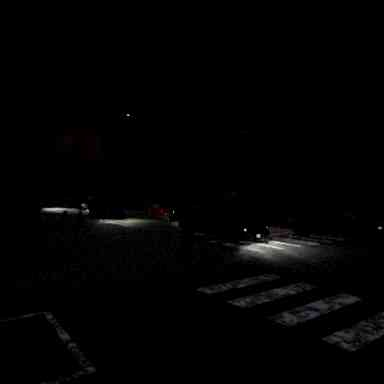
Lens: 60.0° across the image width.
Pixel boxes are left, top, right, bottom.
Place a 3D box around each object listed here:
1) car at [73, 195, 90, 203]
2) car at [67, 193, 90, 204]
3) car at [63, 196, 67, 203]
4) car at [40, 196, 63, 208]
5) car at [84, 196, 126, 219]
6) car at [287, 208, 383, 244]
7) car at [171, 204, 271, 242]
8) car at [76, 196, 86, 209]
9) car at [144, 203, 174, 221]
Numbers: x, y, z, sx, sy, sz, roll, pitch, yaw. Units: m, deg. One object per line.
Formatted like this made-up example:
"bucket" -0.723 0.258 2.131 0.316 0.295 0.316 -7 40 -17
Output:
"car" -22.047 1.367 66.380 1.882 1.535 5.008 0 0 -36
"car" -18.961 1.131 56.503 2.150 2.045 5.566 0 0 -35
"car" -25.097 1.439 65.052 2.033 1.411 5.357 0 0 -36
"car" -20.541 1.421 47.382 2.128 1.511 4.902 0 0 -35
"car" -7.491 1.440 29.078 1.882 1.535 5.008 0 1 -36
"car" 6.936 1.512 16.026 4.674 1.442 1.812 0 0 41
"car" 1.372 1.532 16.738 2.033 1.411 5.357 0 0 -36
"car" -12.644 1.501 41.848 1.994 1.385 4.181 0 0 -35
"car" -2.034 1.565 27.053 1.895 1.301 4.718 0 0 -36
